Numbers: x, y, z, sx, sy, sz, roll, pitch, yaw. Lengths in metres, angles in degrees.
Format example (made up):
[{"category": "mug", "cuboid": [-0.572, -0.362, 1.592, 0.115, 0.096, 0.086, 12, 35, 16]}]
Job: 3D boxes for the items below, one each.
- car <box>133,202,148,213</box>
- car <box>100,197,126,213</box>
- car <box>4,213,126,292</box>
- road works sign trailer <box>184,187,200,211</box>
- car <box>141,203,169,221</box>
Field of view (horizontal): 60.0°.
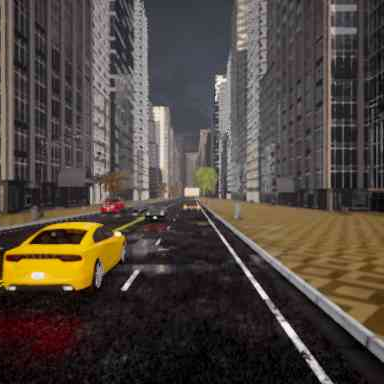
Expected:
[{"category": "car", "cuboid": [-6.585, 2.037, 44.386, 2.033, 1.411, 5.357, 0, -1, 0]}, {"category": "car", "cuboid": [-9.848, 1.683, 41.916, 2.150, 2.045, 5.566, 0, 0, 0]}, {"category": "car", "cuboid": [-3.155, 1.581, 9.285, 1.882, 1.535, 5.008, 0, -1, 0]}, {"category": "road works sign trailer", "cuboid": [-0.004, 1.030, 51.350, 2.380, 3.560, 2.880, 0, -1, 1]}, {"category": "car", "cuboid": [-3.164, 1.940, 30.737, 1.895, 1.301, 4.718, 0, -1, 0]}]
